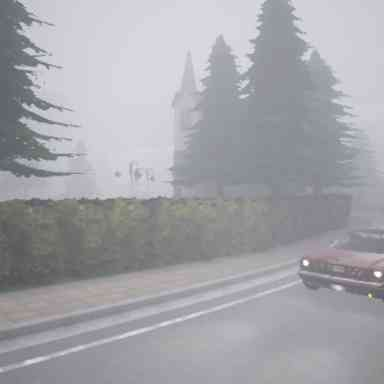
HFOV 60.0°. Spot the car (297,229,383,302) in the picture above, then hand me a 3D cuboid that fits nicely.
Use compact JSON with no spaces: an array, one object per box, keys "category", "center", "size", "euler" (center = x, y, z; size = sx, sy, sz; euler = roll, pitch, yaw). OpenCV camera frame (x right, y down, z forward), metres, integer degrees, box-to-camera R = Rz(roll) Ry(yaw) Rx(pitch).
[{"category":"car","center":[4.522,1.655,8.355],"size":[1.895,1.301,4.718],"euler":[0,0,45]}]

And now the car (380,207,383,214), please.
[{"category":"car","center":[22.058,1.773,34.955],"size":[2.033,1.411,5.357],"euler":[0,0,1]}]
